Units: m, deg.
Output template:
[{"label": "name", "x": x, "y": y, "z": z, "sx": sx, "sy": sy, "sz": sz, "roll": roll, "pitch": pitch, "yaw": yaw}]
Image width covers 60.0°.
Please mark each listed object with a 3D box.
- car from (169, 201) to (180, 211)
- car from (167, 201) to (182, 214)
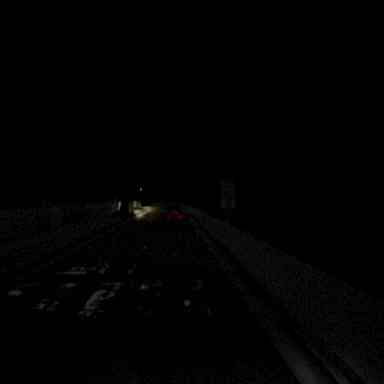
[{"label": "car", "x": -2.979, "y": 2.365, "z": 55.958, "sx": 1.837, "sy": 1.490, "sz": 4.892, "roll": 0, "pitch": -1, "yaw": -3}, {"label": "car", "x": -2.401, "y": 2.146, "z": 45.556, "sx": 1.882, "sy": 1.535, "sz": 5.008, "roll": 0, "pitch": -1, "yaw": -3}]
